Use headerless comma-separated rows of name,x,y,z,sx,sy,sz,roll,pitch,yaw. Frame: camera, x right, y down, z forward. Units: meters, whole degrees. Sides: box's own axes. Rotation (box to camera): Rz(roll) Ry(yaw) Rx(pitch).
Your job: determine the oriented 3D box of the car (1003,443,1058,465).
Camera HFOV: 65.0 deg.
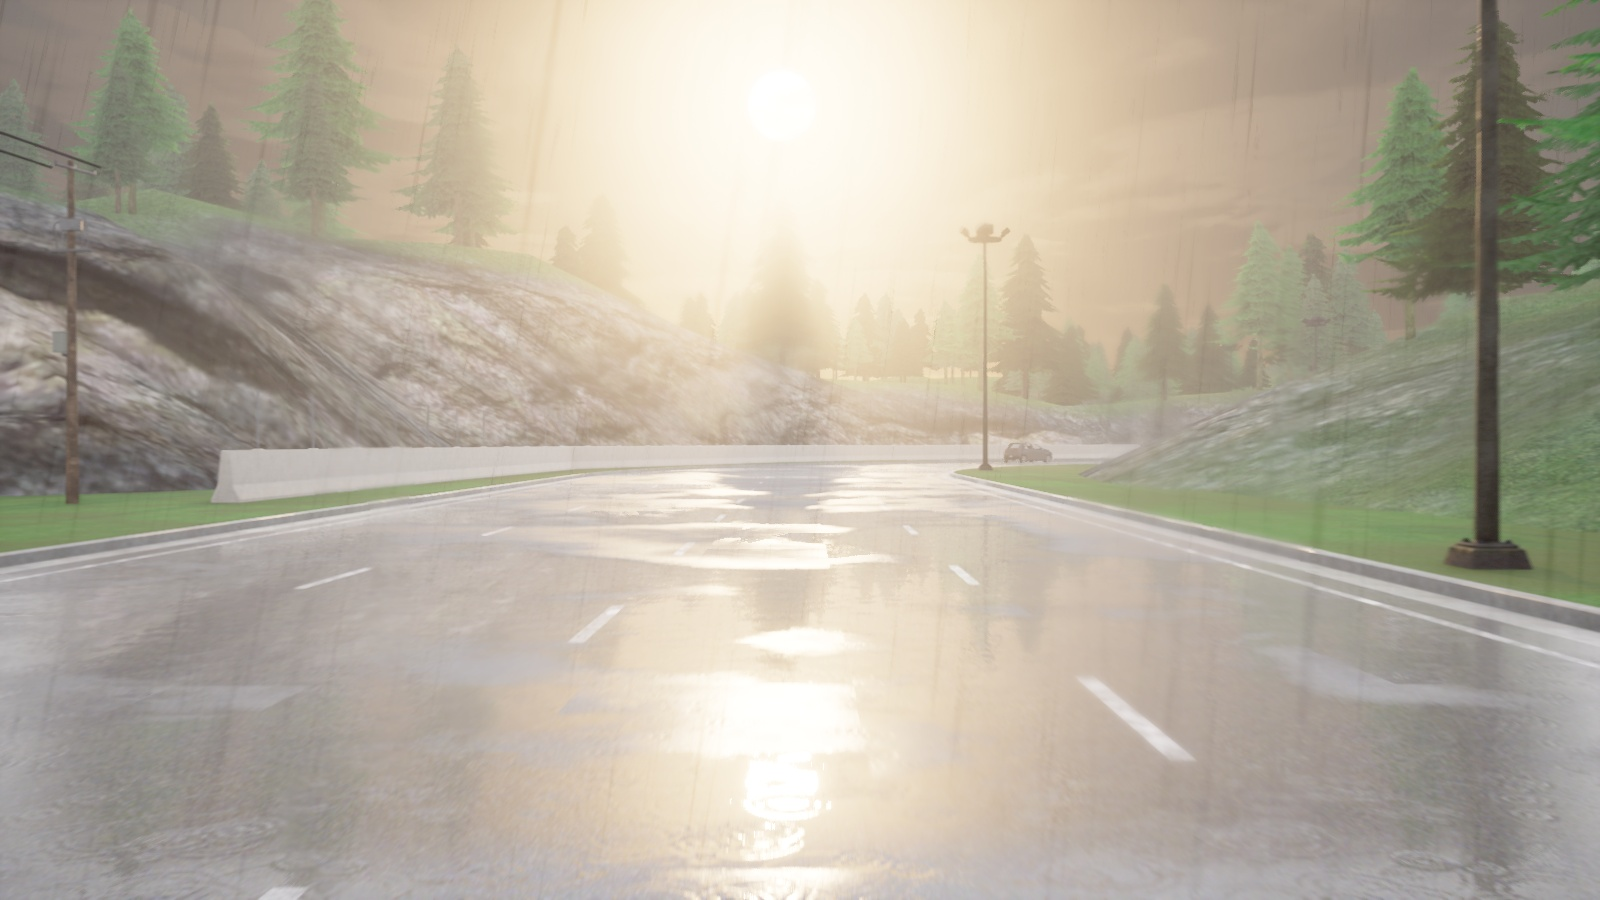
car,16.526,0.270,89.810,3.633,1.501,1.845,0,0,-35
